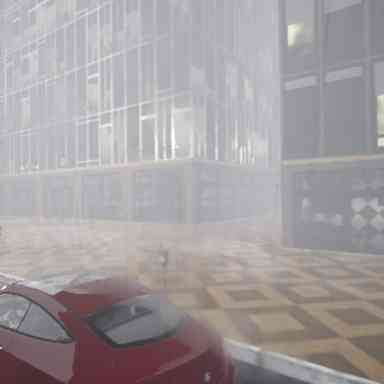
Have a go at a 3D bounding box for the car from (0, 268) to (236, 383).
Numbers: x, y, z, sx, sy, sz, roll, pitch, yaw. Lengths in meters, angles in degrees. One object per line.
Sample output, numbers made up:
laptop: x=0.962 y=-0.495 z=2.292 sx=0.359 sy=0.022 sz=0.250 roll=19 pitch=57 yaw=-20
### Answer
car: x=-1.534 y=1.577 z=3.830 sx=4.206 sy=1.307 sz=1.802 roll=0 pitch=-1 yaw=36
